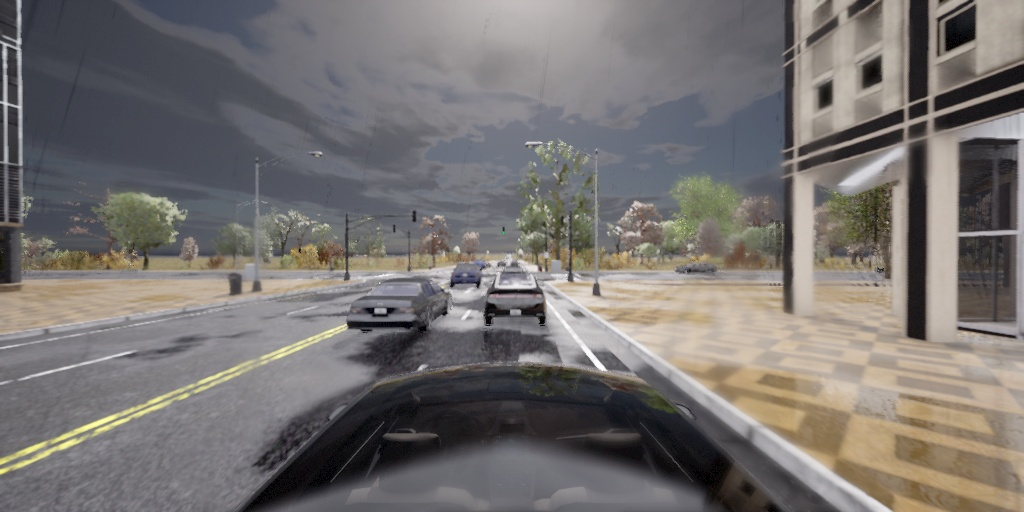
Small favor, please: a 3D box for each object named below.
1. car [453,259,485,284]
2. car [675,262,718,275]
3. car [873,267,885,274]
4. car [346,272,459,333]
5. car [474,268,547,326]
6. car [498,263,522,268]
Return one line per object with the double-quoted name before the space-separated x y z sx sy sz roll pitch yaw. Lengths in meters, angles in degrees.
"car" -3.308 1.325 26.652 2.097 1.767 4.553 0 0 -2
"car" 22.649 1.514 44.157 4.902 1.511 2.128 0 0 3
"car" 46.474 1.585 42.949 4.718 1.301 1.895 0 0 3
"car" -3.150 1.382 11.096 2.033 1.411 5.357 0 -1 0
"car" 0.101 1.335 12.128 2.128 1.511 4.902 0 -1 0
"car" 0.100 1.474 26.356 1.837 1.490 4.892 0 -1 0
